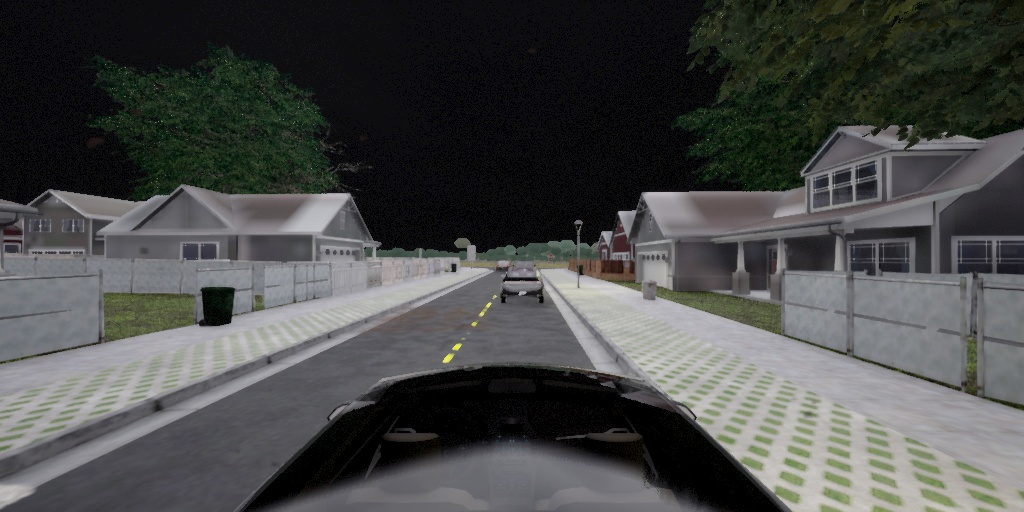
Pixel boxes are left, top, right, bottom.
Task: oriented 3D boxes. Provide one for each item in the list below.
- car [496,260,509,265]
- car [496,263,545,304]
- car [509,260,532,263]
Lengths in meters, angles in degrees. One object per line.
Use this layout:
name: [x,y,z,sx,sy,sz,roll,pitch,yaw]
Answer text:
car: [-1.090,1.317,47.484,1.882,1.535,5.008,0,0,2]
car: [0.490,1.253,16.400,2.128,1.511,4.902,0,0,2]
car: [1.055,1.142,31.360,2.097,1.767,4.553,0,0,2]
